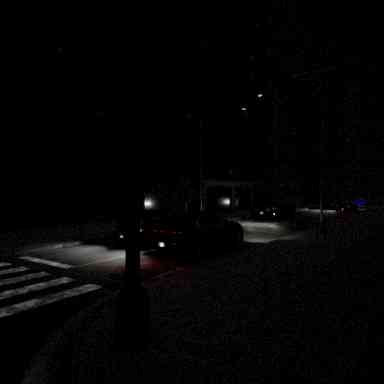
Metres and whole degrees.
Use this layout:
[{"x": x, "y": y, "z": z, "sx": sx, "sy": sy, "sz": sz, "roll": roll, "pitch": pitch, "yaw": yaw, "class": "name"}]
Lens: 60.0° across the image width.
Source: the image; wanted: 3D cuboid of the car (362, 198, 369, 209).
[{"x": 23.589, "y": 1.536, "z": 46.749, "sx": 1.812, "sy": 1.442, "sz": 4.674, "roll": 0, "pitch": 0, "yaw": 35, "class": "car"}]

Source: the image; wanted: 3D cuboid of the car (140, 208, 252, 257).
[{"x": 0.361, "y": 1.510, "z": 13.147, "sx": 1.837, "sy": 1.490, "sz": 4.892, "roll": 0, "pitch": 0, "yaw": 35, "class": "car"}]

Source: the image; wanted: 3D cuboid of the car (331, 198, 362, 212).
[{"x": 17.840, "y": 1.605, "z": 38.352, "sx": 1.895, "sy": 1.301, "sz": 4.718, "roll": 0, "pitch": 0, "yaw": 35, "class": "car"}]

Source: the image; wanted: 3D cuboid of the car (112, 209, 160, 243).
[{"x": -1.567, "y": 1.519, "z": 15.361, "sx": 1.812, "sy": 1.442, "sz": 4.674, "roll": 0, "pitch": 0, "yaw": 33, "class": "car"}]

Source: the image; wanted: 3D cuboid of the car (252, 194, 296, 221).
[{"x": 6.863, "y": 1.208, "z": 27.563, "sx": 2.150, "sy": 2.045, "sz": 5.566, "roll": 0, "pitch": 1, "yaw": 35, "class": "car"}]

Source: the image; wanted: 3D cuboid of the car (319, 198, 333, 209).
[{"x": 18.110, "y": 1.533, "z": 43.667, "sx": 1.837, "sy": 1.490, "sz": 4.892, "roll": 0, "pitch": 0, "yaw": 35, "class": "car"}]
